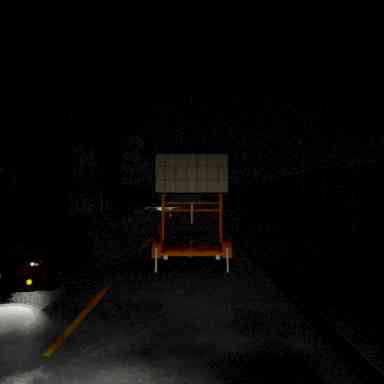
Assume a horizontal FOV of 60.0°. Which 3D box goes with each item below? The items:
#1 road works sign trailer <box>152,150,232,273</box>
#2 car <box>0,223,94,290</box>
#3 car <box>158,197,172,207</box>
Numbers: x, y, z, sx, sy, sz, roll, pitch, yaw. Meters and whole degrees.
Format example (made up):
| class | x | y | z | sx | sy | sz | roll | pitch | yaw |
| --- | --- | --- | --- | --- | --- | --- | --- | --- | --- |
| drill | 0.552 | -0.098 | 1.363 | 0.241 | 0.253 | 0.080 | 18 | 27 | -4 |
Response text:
| class | x | y | z | sx | sy | sz | roll | pitch | yaw |
| --- | --- | --- | --- | --- | --- | --- | --- | --- | --- |
| road works sign trailer | -0.004 | 0.463 | 10.652 | 2.380 | 3.560 | 2.880 | 0 | 0 | 0 |
| car | -4.103 | 1.562 | 8.909 | 1.994 | 1.385 | 4.181 | 0 | 0 | 0 |
| car | -4.111 | 1.518 | 51.040 | 1.812 | 1.442 | 4.674 | 0 | 0 | 0 |
